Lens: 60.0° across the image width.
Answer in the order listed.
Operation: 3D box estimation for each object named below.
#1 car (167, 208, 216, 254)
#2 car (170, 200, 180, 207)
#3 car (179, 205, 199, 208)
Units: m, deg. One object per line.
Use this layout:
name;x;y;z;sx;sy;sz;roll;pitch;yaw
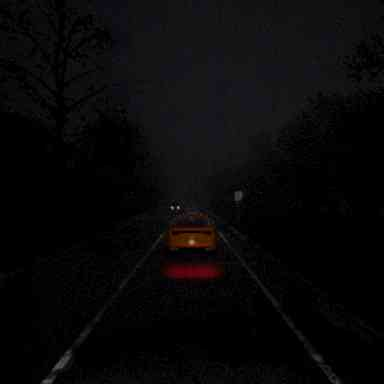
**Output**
car;0.001;1.692;14.495;1.882;1.535;5.008;0;-1;0
car;-3.524;2.410;70.985;2.033;1.411;5.357;0;0;0
car;-0.005;1.968;29.381;1.812;1.442;4.674;0;-1;0
